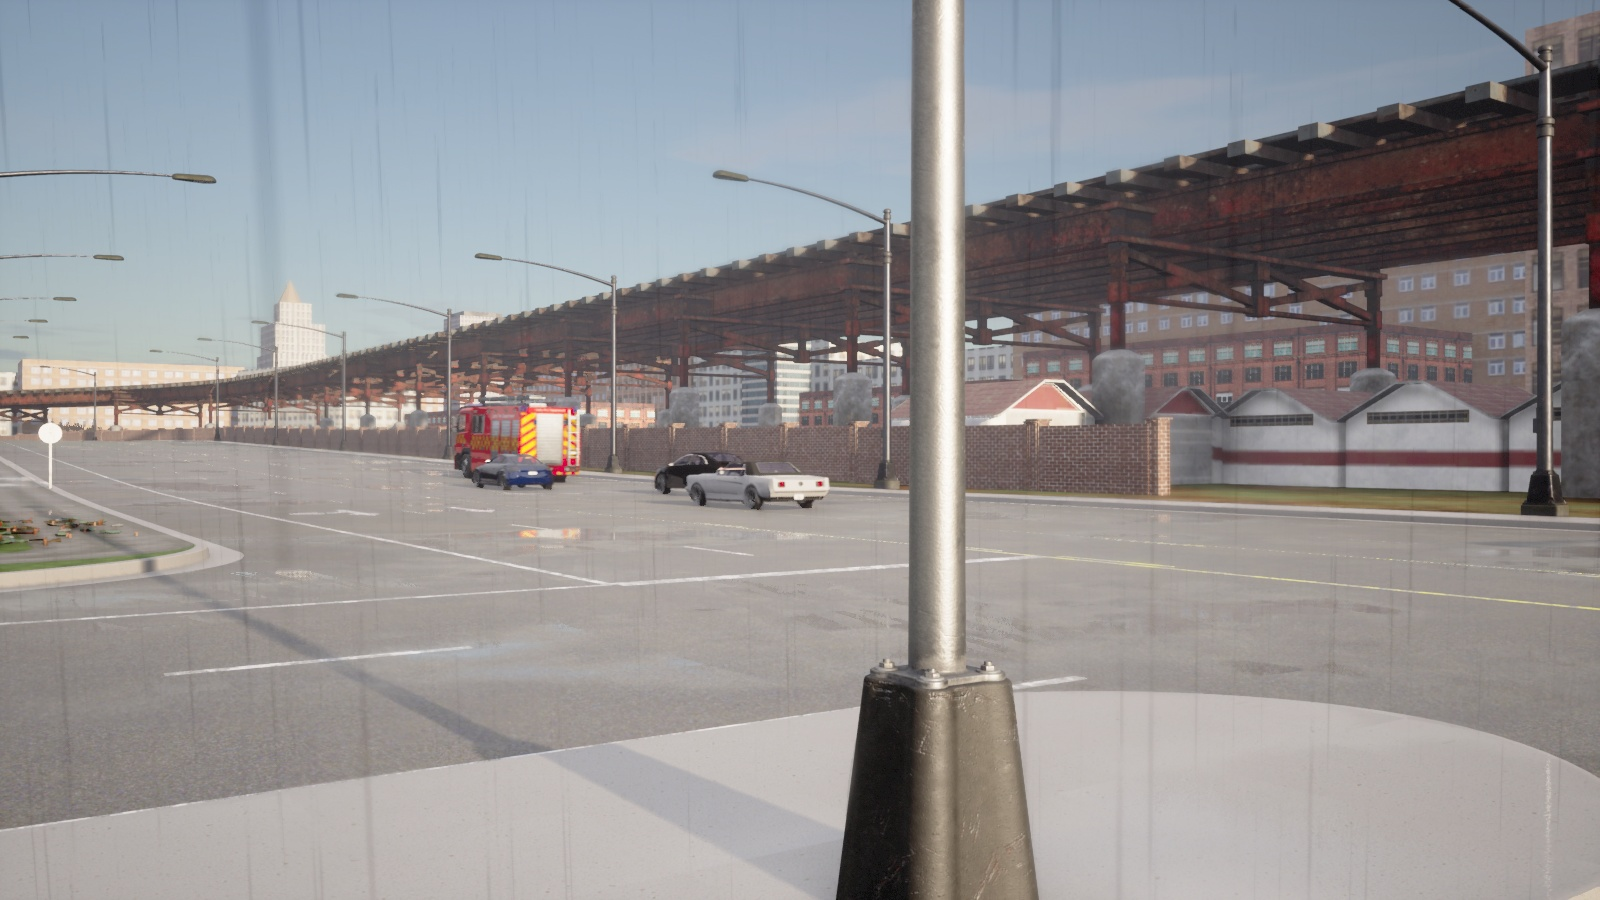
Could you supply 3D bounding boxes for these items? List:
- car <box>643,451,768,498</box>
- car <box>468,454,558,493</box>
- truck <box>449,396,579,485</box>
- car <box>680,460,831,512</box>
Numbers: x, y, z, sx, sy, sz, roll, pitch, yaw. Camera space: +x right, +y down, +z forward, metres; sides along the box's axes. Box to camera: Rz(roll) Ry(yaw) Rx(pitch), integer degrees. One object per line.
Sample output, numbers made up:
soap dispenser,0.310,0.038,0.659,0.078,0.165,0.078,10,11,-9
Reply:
car,-3.355,0.799,43.596,2.128,1.511,4.902,0,0,-35
car,-11.199,0.867,48.793,1.994,1.385,4.181,0,0,-35
truck,-13.381,-0.463,58.111,2.891,3.827,8.468,0,1,-35
car,-1.307,0.932,34.471,1.895,1.301,4.718,0,0,-35
